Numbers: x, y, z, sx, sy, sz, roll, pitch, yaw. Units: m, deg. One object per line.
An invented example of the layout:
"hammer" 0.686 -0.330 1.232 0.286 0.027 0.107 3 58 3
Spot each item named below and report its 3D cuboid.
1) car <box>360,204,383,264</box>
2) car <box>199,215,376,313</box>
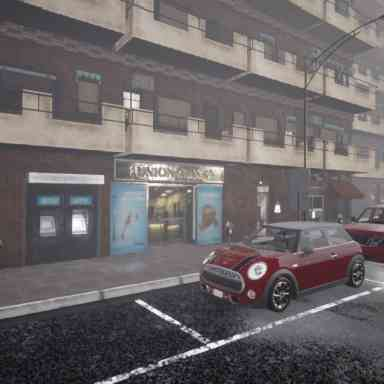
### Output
"car" 6.628 1.320 10.844 5.009 1.841 2.192 0 0 -36
"car" 2.126 1.442 7.621 4.097 1.590 1.967 0 0 -36
